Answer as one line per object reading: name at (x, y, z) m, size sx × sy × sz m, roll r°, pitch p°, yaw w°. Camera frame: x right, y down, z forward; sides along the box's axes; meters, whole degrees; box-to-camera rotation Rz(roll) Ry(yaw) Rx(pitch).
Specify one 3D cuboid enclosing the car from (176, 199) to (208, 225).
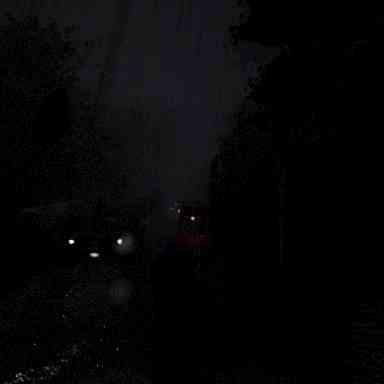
car at (0.051, 1.474, 23.965) m, size 1.837 × 1.490 × 4.892 m, roll 0°, pitch -1°, yaw 0°

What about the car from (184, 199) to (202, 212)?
car at (0.144, 1.622, 41.461) m, size 2.128 × 1.511 × 4.902 m, roll 0°, pitch -1°, yaw 1°

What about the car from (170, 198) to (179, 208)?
car at (-2.332, 1.781, 53.233) m, size 2.128 × 1.511 × 4.902 m, roll 0°, pitch -1°, yaw 4°

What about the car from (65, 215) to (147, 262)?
car at (-2.865, 1.550, 12.012) m, size 1.895 × 1.301 × 4.718 m, roll 0°, pitch 0°, yaw 0°
